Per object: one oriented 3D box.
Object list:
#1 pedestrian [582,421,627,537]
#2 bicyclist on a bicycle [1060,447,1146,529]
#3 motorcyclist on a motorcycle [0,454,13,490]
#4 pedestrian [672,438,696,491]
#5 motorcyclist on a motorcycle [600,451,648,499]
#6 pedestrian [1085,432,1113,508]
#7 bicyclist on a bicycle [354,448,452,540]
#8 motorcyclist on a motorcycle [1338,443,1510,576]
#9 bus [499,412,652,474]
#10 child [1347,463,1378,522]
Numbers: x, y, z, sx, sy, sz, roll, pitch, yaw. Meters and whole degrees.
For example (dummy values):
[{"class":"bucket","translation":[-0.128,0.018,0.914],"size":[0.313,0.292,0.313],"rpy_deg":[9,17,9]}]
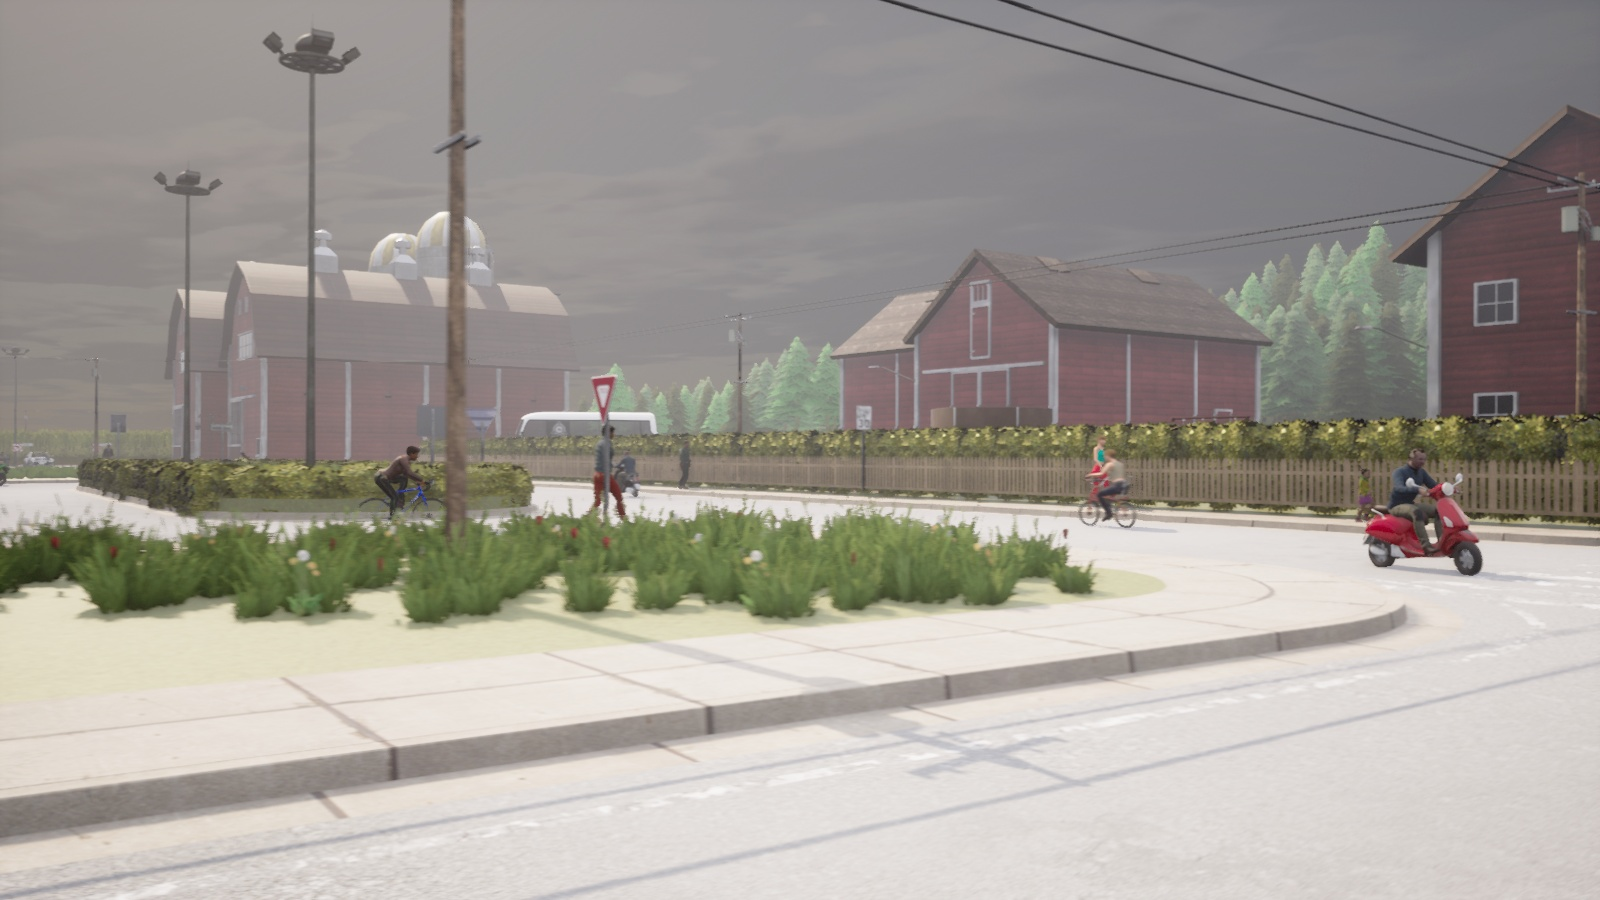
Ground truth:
[{"class":"pedestrian","translation":[-3.175,0.466,20.404],"size":[0.614,1.847,0.353],"rpy_deg":[0,0,-38]},{"class":"bicyclist on a bicycle","translation":[6.161,0.751,25.619],"size":[0.866,1.612,1.509],"rpy_deg":[0,0,-35]},{"class":"motorcyclist on a motorcycle","translation":[-34.657,0.935,53.331],"size":[0.797,1.523,2.044],"rpy_deg":[0,-1,17]},{"class":"pedestrian","translation":[-4.315,0.547,46.583],"size":[0.788,1.949,0.423],"rpy_deg":[0,0,26]},{"class":"motorcyclist on a motorcycle","translation":[-6.022,0.836,42.871],"size":[0.866,1.590,1.817],"rpy_deg":[0,0,-35]},{"class":"pedestrian","translation":[7.349,0.484,30.855],"size":[0.345,1.836,0.594],"rpy_deg":[0,0,-39]},{"class":"bicyclist on a bicycle","translation":[-7.147,0.775,22.612],"size":[1.656,1.620,0.582],"rpy_deg":[0,-1,-21]},{"class":"motorcyclist on a motorcycle","translation":[7.950,0.735,16.095],"size":[0.866,1.590,1.817],"rpy_deg":[-1,-1,-23]},{"class":"bus","translation":[-15.846,-0.487,88.531],"size":[10.273,4.253,3.944],"rpy_deg":[0,0,-16]},{"class":"child","translation":[11.302,0.841,25.225],"size":[0.299,1.160,0.473],"rpy_deg":[0,0,-38]}]
